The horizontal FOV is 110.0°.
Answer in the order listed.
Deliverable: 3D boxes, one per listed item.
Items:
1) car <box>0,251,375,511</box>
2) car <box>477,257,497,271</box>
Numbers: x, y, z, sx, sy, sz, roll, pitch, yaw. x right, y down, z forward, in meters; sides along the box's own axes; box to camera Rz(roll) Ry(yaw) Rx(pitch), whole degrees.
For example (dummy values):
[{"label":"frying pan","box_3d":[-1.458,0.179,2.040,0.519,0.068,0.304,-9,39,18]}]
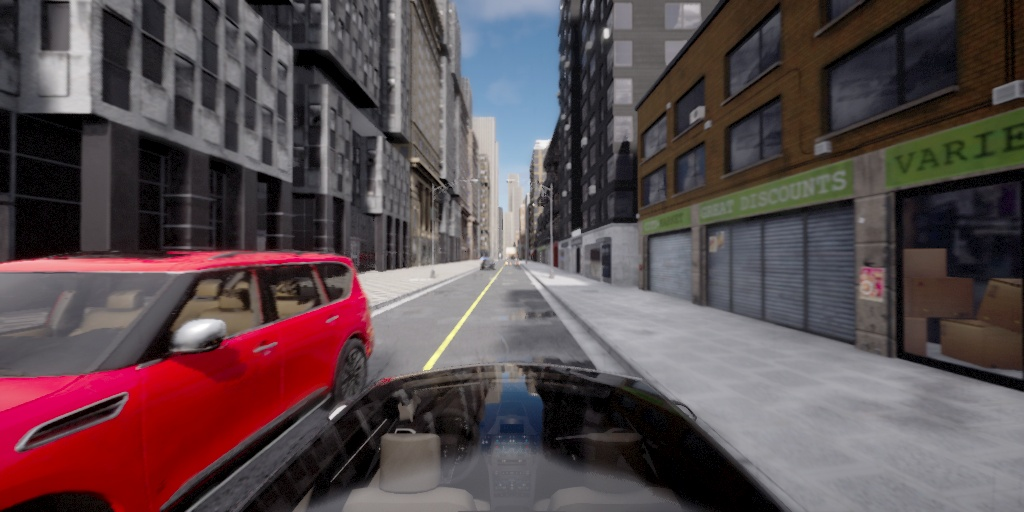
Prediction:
[{"label":"car","box_3d":[-3.101,0.967,3.117,2.150,2.045,5.566,0,0,0]},{"label":"car","box_3d":[-3.092,1.120,46.560,1.837,1.490,4.892,0,0,0]}]
